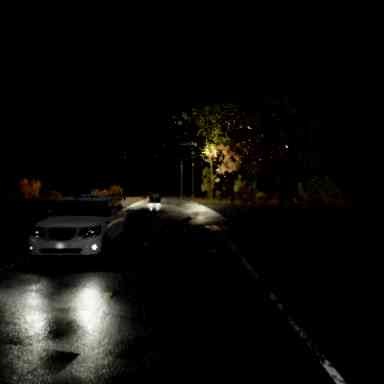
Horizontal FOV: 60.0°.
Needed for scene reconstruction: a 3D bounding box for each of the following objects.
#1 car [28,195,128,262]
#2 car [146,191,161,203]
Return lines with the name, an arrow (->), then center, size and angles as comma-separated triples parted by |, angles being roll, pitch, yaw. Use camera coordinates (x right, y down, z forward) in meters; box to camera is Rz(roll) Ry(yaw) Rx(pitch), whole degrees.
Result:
car -> -3.760, 1.136, 12.095 | 2.150, 2.045, 5.566 | 0, 0, -1
car -> -6.016, 1.063, 53.943 | 2.128, 1.511, 4.902 | 0, 1, -5
